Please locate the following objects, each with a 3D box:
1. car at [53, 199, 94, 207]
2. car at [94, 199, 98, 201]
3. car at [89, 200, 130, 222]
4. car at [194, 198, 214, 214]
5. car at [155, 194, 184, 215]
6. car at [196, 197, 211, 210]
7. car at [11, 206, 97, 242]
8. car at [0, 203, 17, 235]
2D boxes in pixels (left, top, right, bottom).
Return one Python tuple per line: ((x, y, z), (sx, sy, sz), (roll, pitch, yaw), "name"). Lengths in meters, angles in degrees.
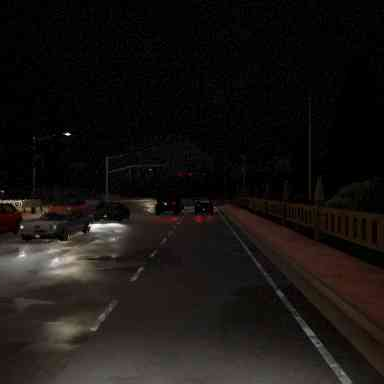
((-9.661, 1.351, 26.098), (2.097, 1.767, 4.553), (0, 0, 2), "car")
((-9.499, 1.491, 32.356), (2.128, 1.511, 4.902), (0, 0, 3), "car")
((-6.164, 1.564, 25.947), (1.994, 1.385, 4.181), (0, 0, 2), "car")
((1.250, 1.491, 34.890), (2.128, 1.511, 4.902), (0, 0, 2), "car")
((-2.343, 1.221, 33.666), (2.150, 2.045, 5.566), (0, 0, 2), "car")
((1.576, 1.478, 44.484), (1.882, 1.535, 5.008), (0, 0, 2), "car")
((-6.588, 1.601, 16.550), (1.895, 1.301, 4.718), (0, 0, 2), "car")
((-10.110, 1.351, 15.941), (2.097, 1.767, 4.553), (0, 0, 2), "car")
